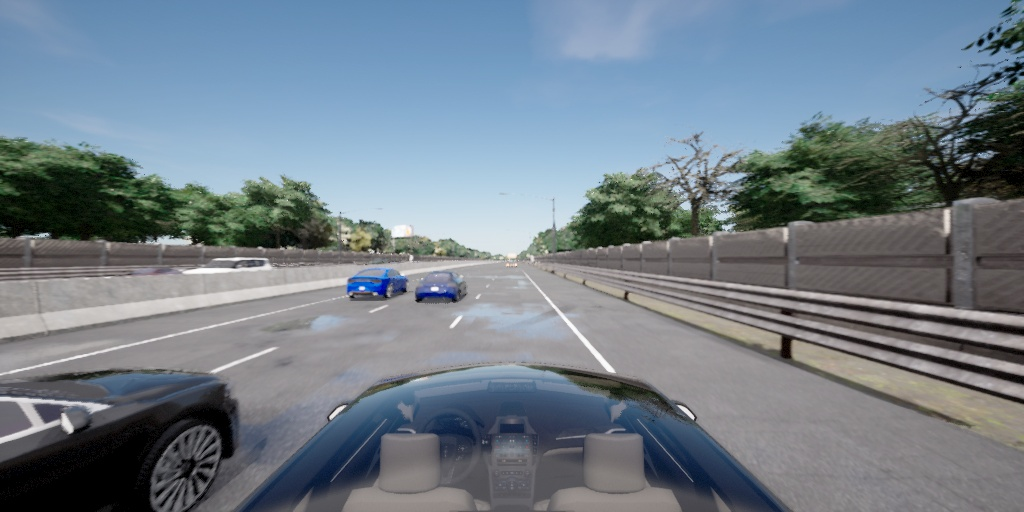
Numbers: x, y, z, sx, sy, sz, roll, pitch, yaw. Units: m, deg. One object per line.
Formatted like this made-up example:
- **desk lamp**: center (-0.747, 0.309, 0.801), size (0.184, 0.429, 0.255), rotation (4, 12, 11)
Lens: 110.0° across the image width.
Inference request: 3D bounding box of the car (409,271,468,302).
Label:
- **car**: center (-3.400, 1.426, 17.810), size (1.994, 1.385, 4.181), rotation (0, 0, 0)

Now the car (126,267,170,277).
- **car**: center (-21.097, 1.498, 22.969), size (1.895, 1.301, 4.718), rotation (0, 0, 0)

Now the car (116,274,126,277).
- **car**: center (-24.592, 1.472, 24.594), size (1.994, 1.385, 4.181), rotation (0, 0, 0)

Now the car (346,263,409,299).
- **car**: center (-6.901, 1.348, 18.983), size (1.882, 1.535, 5.008), rotation (0, 0, 0)

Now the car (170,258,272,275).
- **car**: center (-17.598, 1.115, 22.526), size (2.150, 2.045, 5.566), rotation (0, 0, 0)

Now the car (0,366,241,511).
- **car**: center (-3.399, 1.239, 1.302), size (2.128, 1.511, 4.902), rotation (0, 0, 0)
